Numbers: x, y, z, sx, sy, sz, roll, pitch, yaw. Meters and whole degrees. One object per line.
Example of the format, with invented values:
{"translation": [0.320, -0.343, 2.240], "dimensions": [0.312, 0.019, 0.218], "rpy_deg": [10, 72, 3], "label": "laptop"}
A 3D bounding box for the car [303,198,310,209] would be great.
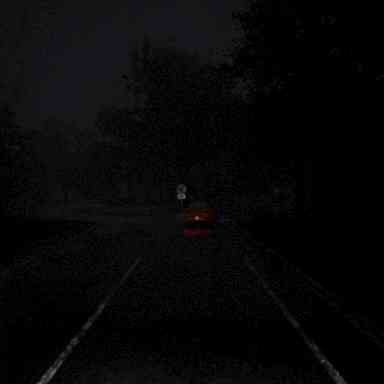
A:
{"translation": [14.393, 1.438, 39.614], "dimensions": [1.812, 1.442, 4.674], "rpy_deg": [1, 0, 12], "label": "car"}

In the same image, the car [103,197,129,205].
{"translation": [-12.316, 1.443, 54.071], "dimensions": [4.181, 1.385, 1.994], "rpy_deg": [0, 0, -39], "label": "car"}

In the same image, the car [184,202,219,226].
{"translation": [0.704, 1.427, 22.762], "dimensions": [1.882, 1.535, 5.008], "rpy_deg": [-1, 0, 9], "label": "car"}
